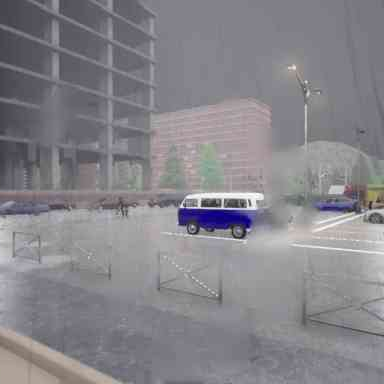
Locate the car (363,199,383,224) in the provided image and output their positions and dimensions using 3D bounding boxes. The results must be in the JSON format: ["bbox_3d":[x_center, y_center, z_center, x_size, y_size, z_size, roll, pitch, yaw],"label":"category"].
[{"bbox_3d":[13.270,1.395,21.463,3.806,1.475,1.970,0,0,36],"label":"car"}]

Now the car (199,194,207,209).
[{"bbox_3d":[3.636,1.448,51.526,1.837,1.490,4.892,0,0,35],"label":"car"}]

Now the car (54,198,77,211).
[{"bbox_3d":[-15.297,1.436,37.159,2.128,1.511,4.902,0,0,35],"label":"car"}]

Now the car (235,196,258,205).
[{"bbox_3d":[10.018,1.436,60.591,2.128,1.511,4.902,0,0,35],"label":"car"}]

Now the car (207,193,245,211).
[{"bbox_3d":[4.944,1.166,47.411,2.150,2.045,5.566,0,0,36],"label":"car"}]

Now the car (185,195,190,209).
[{"bbox_3d":[-3.250,1.166,54.168,2.150,2.045,5.566,0,0,35],"label":"car"}]

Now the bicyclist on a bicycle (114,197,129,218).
[{"bbox_3d":[-5.482,1.248,25.945,1.656,1.620,0.582,0,0,35],"label":"bicyclist on a bicycle"}]

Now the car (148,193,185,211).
[{"bbox_3d":[-3.841,1.166,47.305,2.150,2.045,5.566,0,0,35],"label":"car"}]

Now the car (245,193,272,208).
[{"bbox_3d":[11.046,1.436,56.138,2.128,1.511,4.902,0,0,35],"label":"car"}]

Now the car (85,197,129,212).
[{"bbox_3d":[-10.015,1.449,38.577,1.837,1.490,4.892,0,0,35],"label":"car"}]

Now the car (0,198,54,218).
[{"bbox_3d":[-15.837,1.492,30.320,2.033,1.411,5.357,0,0,35],"label":"car"}]

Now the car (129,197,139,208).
[{"bbox_3d":[-9.376,1.436,45.547,2.128,1.511,4.902,0,0,35],"label":"car"}]
